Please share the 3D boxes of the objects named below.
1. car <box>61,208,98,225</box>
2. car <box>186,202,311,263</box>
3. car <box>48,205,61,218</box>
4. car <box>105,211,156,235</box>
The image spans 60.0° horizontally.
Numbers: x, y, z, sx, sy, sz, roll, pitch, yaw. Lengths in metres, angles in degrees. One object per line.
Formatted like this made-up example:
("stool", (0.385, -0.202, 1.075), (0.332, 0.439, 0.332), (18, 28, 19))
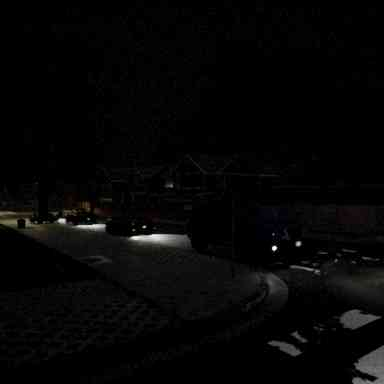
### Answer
("car", (-10.014, 2.178, 30.068), (1.994, 1.385, 4.181), (0, -1, -36))
("car", (1.950, 1.421, 13.352), (2.150, 2.045, 5.566), (0, -1, -35))
("car", (-16.811, 2.319, 39.627), (2.128, 1.511, 4.902), (0, -1, -35))
("car", (-4.076, 1.978, 21.755), (1.994, 1.385, 4.181), (0, -1, -37))
